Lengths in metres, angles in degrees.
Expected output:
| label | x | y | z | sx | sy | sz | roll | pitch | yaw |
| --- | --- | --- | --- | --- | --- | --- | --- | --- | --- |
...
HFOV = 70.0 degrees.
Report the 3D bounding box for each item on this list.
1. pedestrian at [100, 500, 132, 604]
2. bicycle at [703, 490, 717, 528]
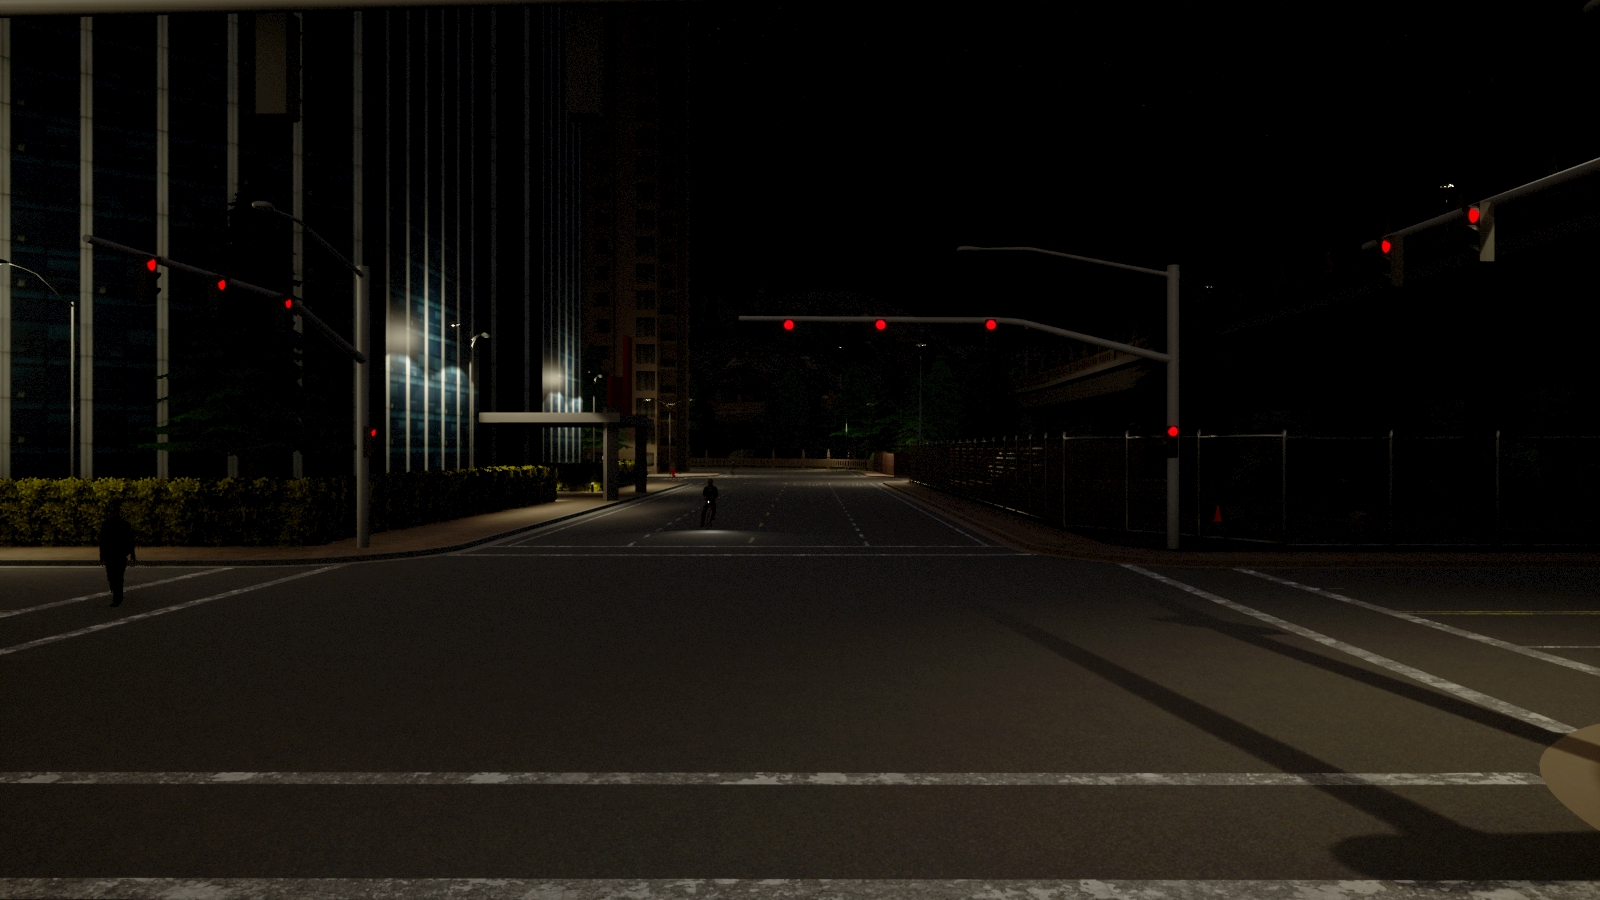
| label | x | y | z | sx | sy | sz | roll | pitch | yaw |
| --- | --- | --- | --- | --- | --- | --- | --- | --- | --- |
| pedestrian | -12.426 | 1.848 | 20.760 | 0.375 | 1.860 | 0.375 | 0 | 0 | -6 |
| bicycle | -3.204 | 2.105 | 40.751 | 0.329 | 1.271 | 1.835 | 0 | 0 | 0 |
